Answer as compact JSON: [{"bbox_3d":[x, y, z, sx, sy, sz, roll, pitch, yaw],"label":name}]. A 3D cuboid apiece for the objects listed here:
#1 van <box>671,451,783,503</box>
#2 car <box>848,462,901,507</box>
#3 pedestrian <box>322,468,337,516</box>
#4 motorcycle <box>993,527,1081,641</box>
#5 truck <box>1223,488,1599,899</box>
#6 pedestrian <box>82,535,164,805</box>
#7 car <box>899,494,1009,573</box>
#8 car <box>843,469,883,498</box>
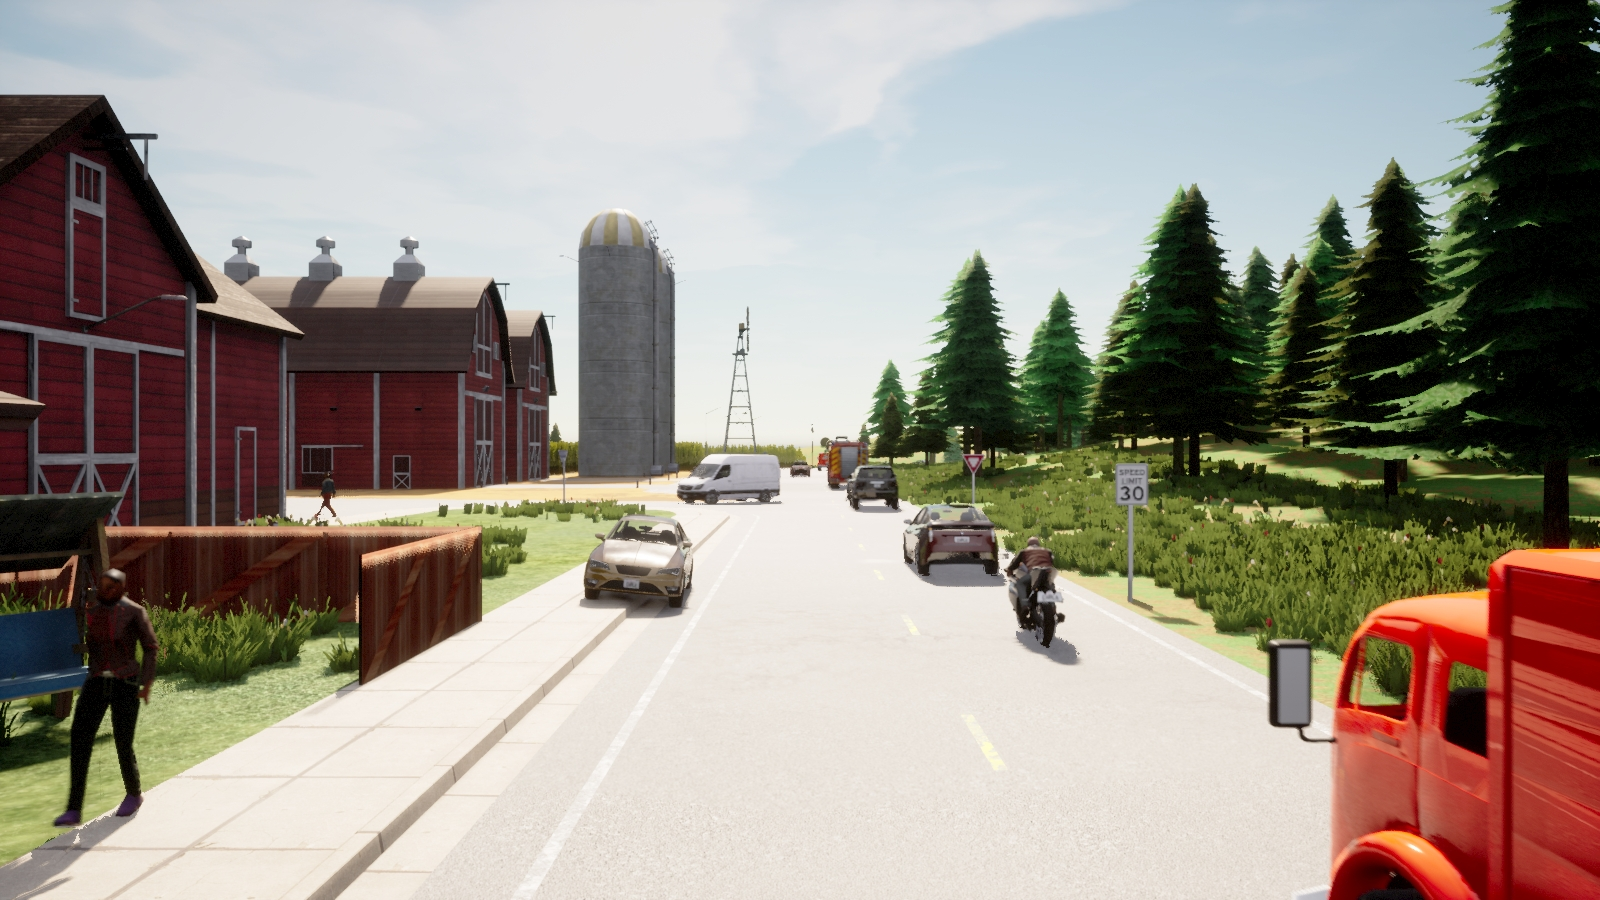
[{"bbox_3d":[-3.713,1.365,59.438,5.915,2.561,1.988,1,0,-45],"label":"van"},{"bbox_3d":[3.563,1.628,55.669,2.150,2.045,5.566,0,0,0],"label":"car"},{"bbox_3d":[-18.327,1.617,44.527,0.375,1.860,0.375,0,0,15],"label":"pedestrian"},{"bbox_3d":[3.519,1.961,17.165,0.867,1.460,2.209,0,0,0],"label":"motorcycle"},{"bbox_3d":[3.527,1.427,3.352,2.627,2.467,5.204,0,0,0],"label":"truck"},{"bbox_3d":[-4.849,1.555,8.193,0.375,1.860,0.375,0,0,-2],"label":"pedestrian"},{"bbox_3d":[3.527,1.900,26.961,2.007,1.525,4.514,0,0,0],"label":"car"},{"bbox_3d":[3.578,1.907,65.400,2.128,1.511,4.902,0,0,2],"label":"car"}]
